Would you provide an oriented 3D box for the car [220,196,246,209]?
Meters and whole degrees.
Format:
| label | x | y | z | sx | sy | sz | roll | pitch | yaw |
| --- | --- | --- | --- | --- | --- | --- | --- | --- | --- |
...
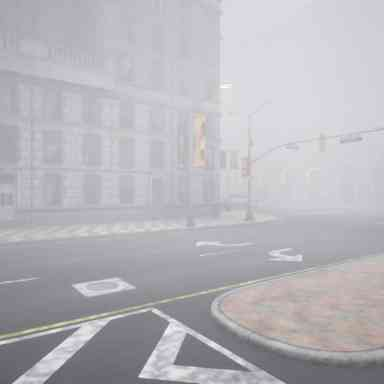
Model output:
| label | x | y | z | sx | sy | sz | roll | pitch | yaw |
| --- | --- | --- | --- | --- | --- | --- | --- | --- | --- |
| car | 4.553 | 1.564 | 43.685 | 1.994 | 1.385 | 4.181 | 0 | 0 | -36 |

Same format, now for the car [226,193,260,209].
| label | x | y | z | sx | sy | sz | roll | pitch | yaw |
| --- | --- | --- | --- | --- | --- | --- | --- | --- | --- |
| car | 6.920 | 1.214 | 46.376 | 2.150 | 2.045 | 5.566 | 0 | 1 | -37 |
